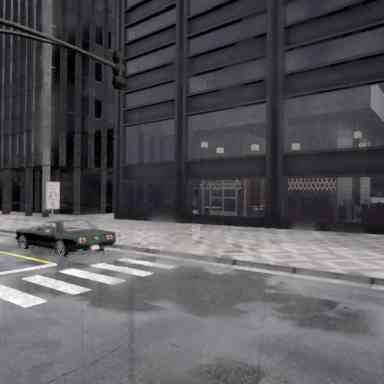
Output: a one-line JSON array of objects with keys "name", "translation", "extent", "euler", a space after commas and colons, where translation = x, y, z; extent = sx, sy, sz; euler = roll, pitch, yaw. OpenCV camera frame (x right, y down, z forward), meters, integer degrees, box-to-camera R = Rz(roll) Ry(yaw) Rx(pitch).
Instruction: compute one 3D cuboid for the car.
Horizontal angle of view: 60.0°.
[{"name": "car", "translation": [-5.329, 1.791, 13.678], "extent": [4.718, 1.301, 1.895], "euler": [-1, -1, 38]}]
